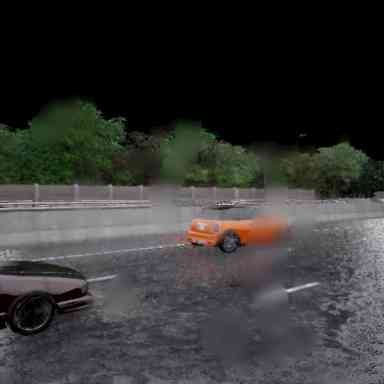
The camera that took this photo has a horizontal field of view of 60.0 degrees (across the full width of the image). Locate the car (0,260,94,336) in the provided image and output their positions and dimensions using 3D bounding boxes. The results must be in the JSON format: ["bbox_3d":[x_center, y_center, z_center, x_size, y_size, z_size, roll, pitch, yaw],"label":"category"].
[{"bbox_3d":[-4.339,1.547,4.951,5.357,1.411,2.033,0,0,-36],"label":"car"}]

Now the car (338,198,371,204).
[{"bbox_3d":[22.883,1.645,46.031,4.553,1.767,2.097,0,0,-35],"label":"car"}]

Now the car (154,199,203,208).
[{"bbox_3d":[-1.466,1.388,24.449,4.553,1.767,2.097,0,0,-36],"label":"car"}]

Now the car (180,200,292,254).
[{"bbox_3d":[2.103,1.373,13.851,4.553,1.767,2.097,0,0,-36],"label":"car"}]

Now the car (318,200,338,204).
[{"bbox_3d":[19.948,1.850,48.246,4.181,1.385,1.994,1,0,-35],"label":"car"}]

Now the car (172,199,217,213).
[{"bbox_3d":[0.380,1.600,38.666,4.902,1.511,2.128,1,0,-35],"label":"car"}]
